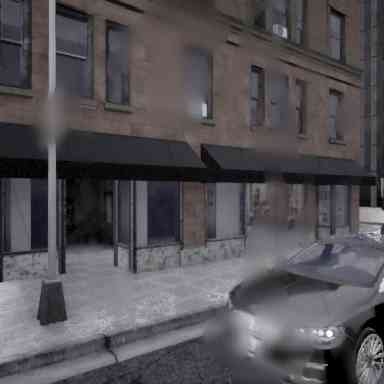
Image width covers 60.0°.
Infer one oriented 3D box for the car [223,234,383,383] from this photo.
[{"bbox_3d":[2.672,1.491,5.292,4.902,1.511,2.128,0,0,-35],"label":"car"}]
